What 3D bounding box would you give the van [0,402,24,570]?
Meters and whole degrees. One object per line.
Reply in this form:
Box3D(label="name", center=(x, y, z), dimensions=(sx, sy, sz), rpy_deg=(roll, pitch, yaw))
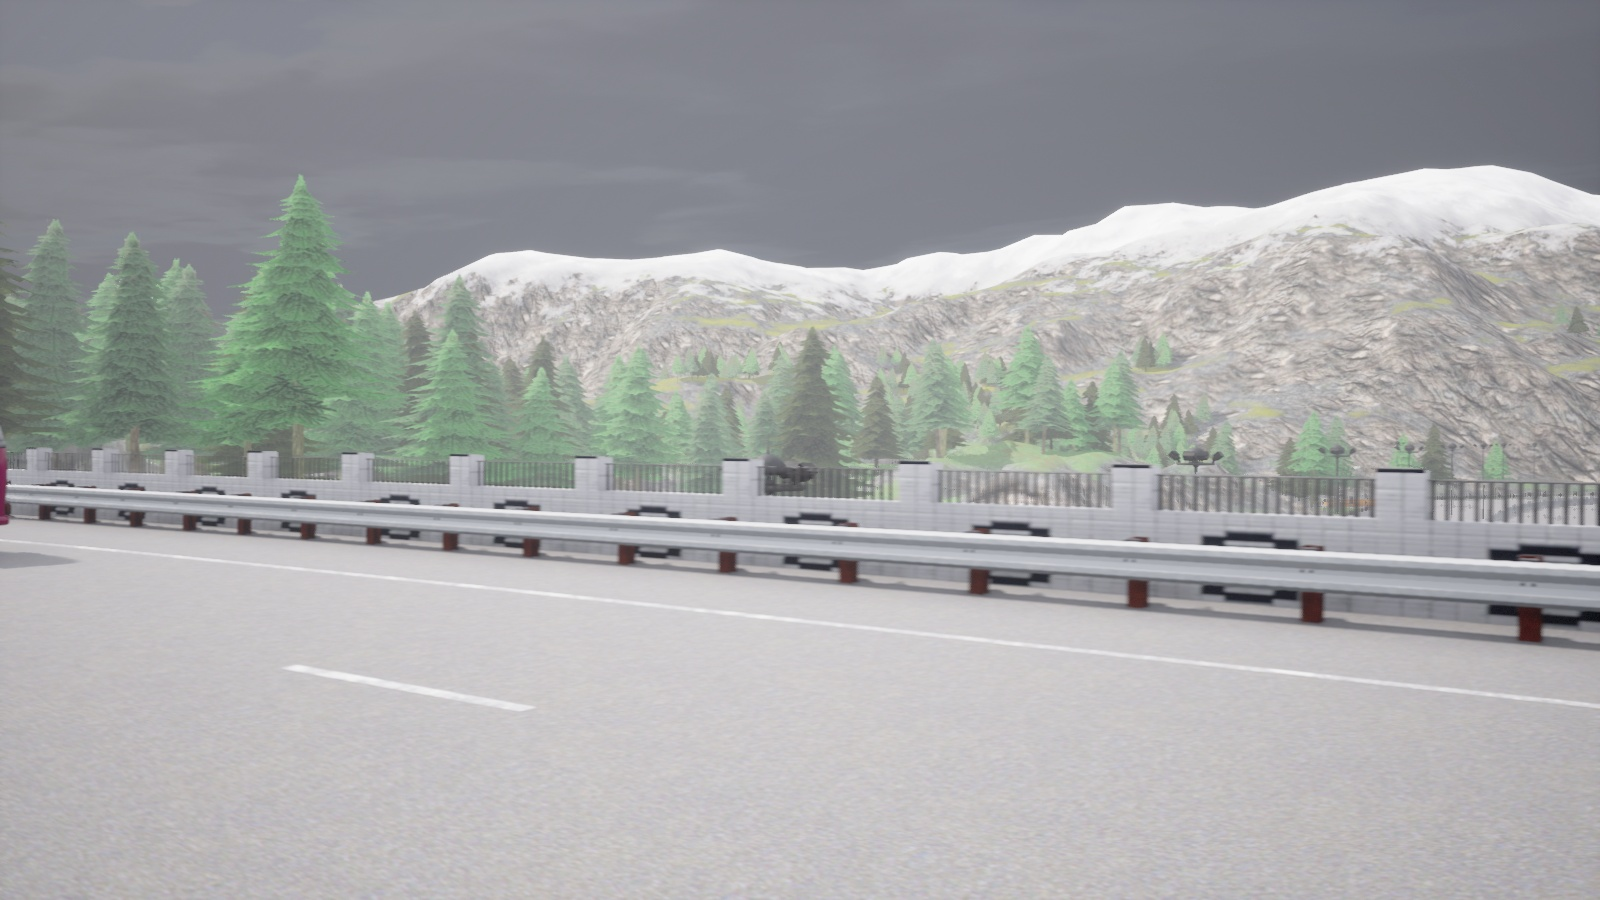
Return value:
Box3D(label="van", center=(-11.706, 0.465, 15.599), dimensions=(4.442, 1.987, 1.775), rpy_deg=(-1, 0, 34))
